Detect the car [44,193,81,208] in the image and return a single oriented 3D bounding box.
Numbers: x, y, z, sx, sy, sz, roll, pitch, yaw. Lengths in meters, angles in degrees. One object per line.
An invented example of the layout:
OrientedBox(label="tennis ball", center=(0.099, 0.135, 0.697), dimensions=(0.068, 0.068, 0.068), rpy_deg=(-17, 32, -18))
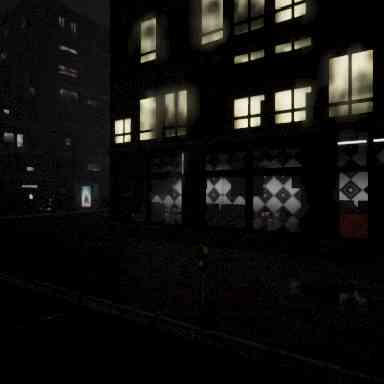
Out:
OrientedBox(label="car", center=(-15.653, 0.883, 39.973), dimensions=(2.097, 1.767, 4.553), rpy_deg=(0, 1, 35))

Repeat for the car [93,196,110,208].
OrientedBox(label="car", center=(-9.815, 1.072, 38.199), dimensions=(1.947, 1.339, 4.313), rpy_deg=(1, 2, 35))

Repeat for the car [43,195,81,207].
OrientedBox(label="car", center=(-16.722, 1.074, 42.944), dimensions=(1.802, 1.307, 4.206), rpy_deg=(1, 2, 35))

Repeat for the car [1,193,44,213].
OrientedBox(label="car", center=(-16.164, 1.029, 29.096), dimensions=(2.192, 1.841, 5.009), rpy_deg=(1, 2, 35))

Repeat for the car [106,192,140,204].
OrientedBox(label="car", center=(-9.913, 0.847, 48.185), dimensions=(1.837, 1.490, 4.892), rpy_deg=(0, 1, 35))
